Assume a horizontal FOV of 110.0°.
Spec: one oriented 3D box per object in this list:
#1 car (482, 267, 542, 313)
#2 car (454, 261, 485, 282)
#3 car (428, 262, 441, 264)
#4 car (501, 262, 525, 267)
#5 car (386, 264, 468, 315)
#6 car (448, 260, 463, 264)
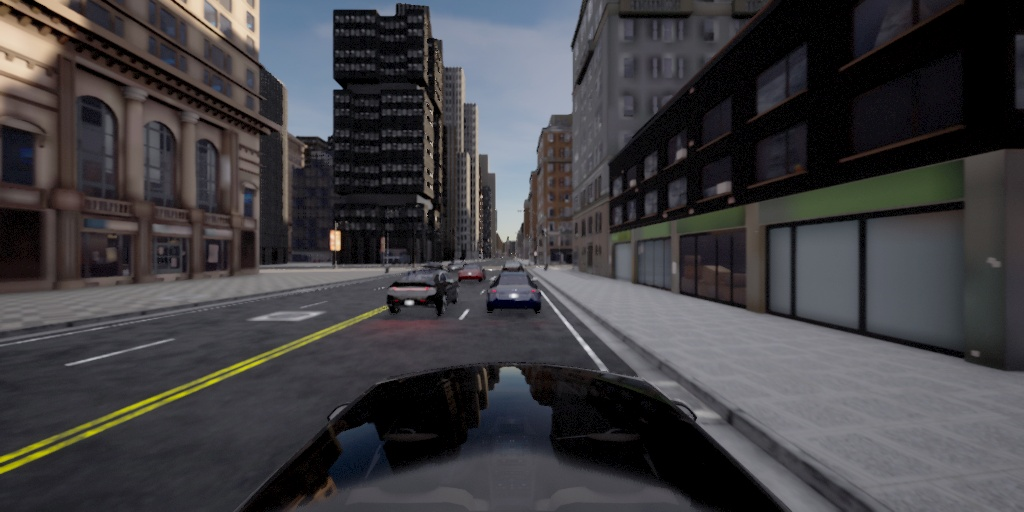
[{"bbox_3d":[0.074,1.309,14.065,1.994,1.385,4.181,0,0,0],"label":"car"},{"bbox_3d":[-3.175,1.305,29.077,1.994,1.385,4.181,0,0,0],"label":"car"},{"bbox_3d":[-9.812,1.340,44.364,1.895,1.301,4.718,0,0,0],"label":"car"},{"bbox_3d":[0.078,1.219,29.892,1.882,1.535,5.008,0,0,0],"label":"car"},{"bbox_3d":[-3.178,1.238,13.579,2.128,1.511,4.902,0,0,0],"label":"car"},{"bbox_3d":[-6.568,1.231,42.958,2.128,1.511,4.902,0,0,0],"label":"car"}]
